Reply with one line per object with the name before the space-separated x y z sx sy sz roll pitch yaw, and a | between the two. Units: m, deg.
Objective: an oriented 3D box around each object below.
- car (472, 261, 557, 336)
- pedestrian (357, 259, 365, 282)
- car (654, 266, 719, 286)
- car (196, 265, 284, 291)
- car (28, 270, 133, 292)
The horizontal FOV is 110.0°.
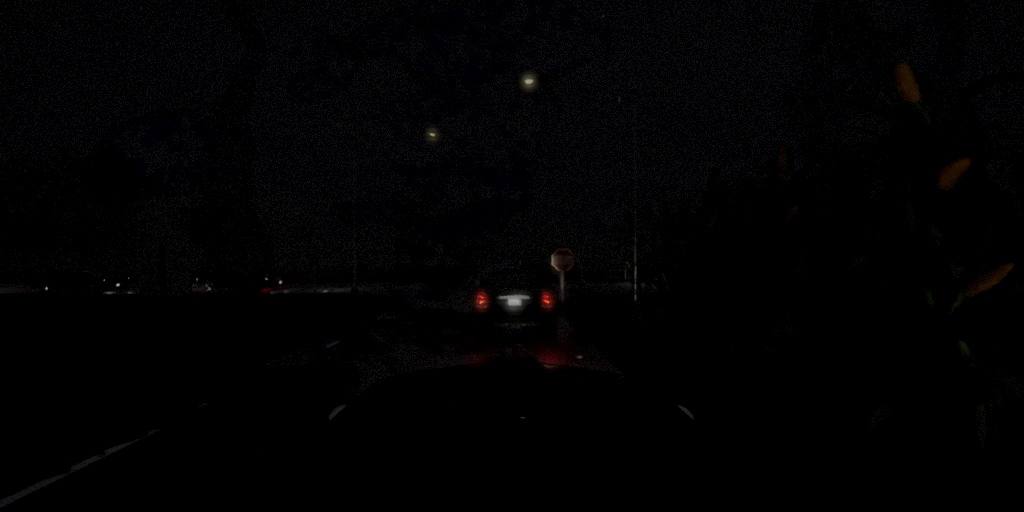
car | -0.004 1.149 10.718 2.097 1.767 4.553 0 0 -2
pedestrian | -12.211 1.143 28.969 0.375 1.860 0.375 0 1 0
car | 12.806 1.392 26.109 4.674 1.442 1.812 0 1 1
car | -17.298 1.426 22.973 4.902 1.511 2.128 0 1 0
car | -27.420 1.560 22.927 4.718 1.301 1.895 0 1 0
